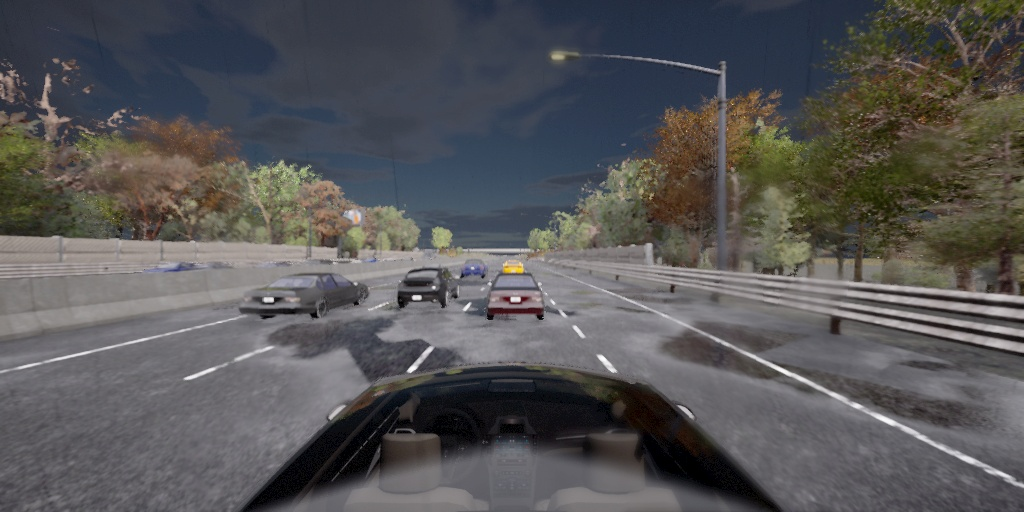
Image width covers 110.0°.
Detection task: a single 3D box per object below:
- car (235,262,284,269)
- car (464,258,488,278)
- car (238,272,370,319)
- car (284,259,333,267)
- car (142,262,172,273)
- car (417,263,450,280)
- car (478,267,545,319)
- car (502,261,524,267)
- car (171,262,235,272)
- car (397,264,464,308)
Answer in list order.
[{"bbox_3d":[-21.095,1.265,31.595,2.033,1.411,5.357,0,0,0],"label":"car"},{"bbox_3d":[-3.399,1.069,33.131,2.097,1.767,4.553,0,0,0],"label":"car"},{"bbox_3d":[-6.905,1.282,12.666,2.033,1.411,5.357,0,0,0],"label":"car"},{"bbox_3d":[-17.591,1.070,31.902,2.097,1.767,4.553,0,0,0],"label":"car"},{"bbox_3d":[-28.091,1.245,29.946,1.812,1.442,4.674,0,0,0],"label":"car"},{"bbox_3d":[-6.896,1.319,31.939,1.895,1.301,4.718,0,0,0],"label":"car"},{"bbox_3d":[0.102,1.282,12.750,2.033,1.411,5.357,0,0,0],"label":"car"},{"bbox_3d":[0.104,1.194,34.961,1.882,1.535,5.008,0,0,0],"label":"car"},{"bbox_3d":[-24.594,1.283,29.227,1.994,1.385,4.181,0,0,0],"label":"car"},{"bbox_3d":[-3.399,1.236,15.224,1.837,1.490,4.892,0,0,0],"label":"car"}]
